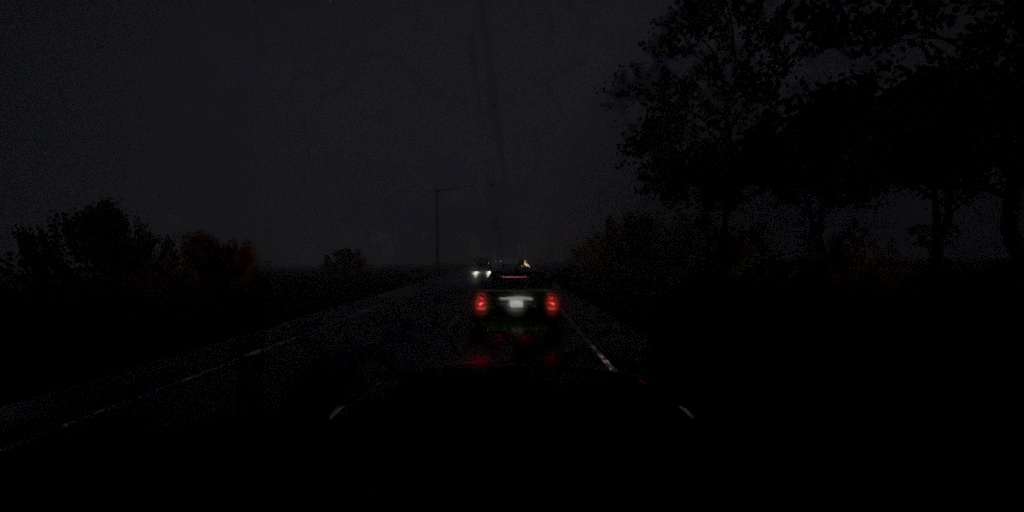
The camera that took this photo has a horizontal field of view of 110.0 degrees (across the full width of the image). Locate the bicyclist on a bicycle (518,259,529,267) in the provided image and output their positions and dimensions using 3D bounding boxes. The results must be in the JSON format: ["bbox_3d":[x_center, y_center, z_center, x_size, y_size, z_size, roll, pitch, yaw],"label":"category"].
[{"bbox_3d":[0.959,1.107,25.824,0.866,1.612,1.509,0,0,1],"label":"bicyclist on a bicycle"}]

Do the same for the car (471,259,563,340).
[{"bbox_3d":[0.108,1.075,10.001,2.097,1.767,4.553,0,0,0],"label":"car"}]

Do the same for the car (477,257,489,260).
[{"bbox_3d":[-3.690,0.961,45.514,2.097,1.767,4.553,0,0,0],"label":"car"}]
